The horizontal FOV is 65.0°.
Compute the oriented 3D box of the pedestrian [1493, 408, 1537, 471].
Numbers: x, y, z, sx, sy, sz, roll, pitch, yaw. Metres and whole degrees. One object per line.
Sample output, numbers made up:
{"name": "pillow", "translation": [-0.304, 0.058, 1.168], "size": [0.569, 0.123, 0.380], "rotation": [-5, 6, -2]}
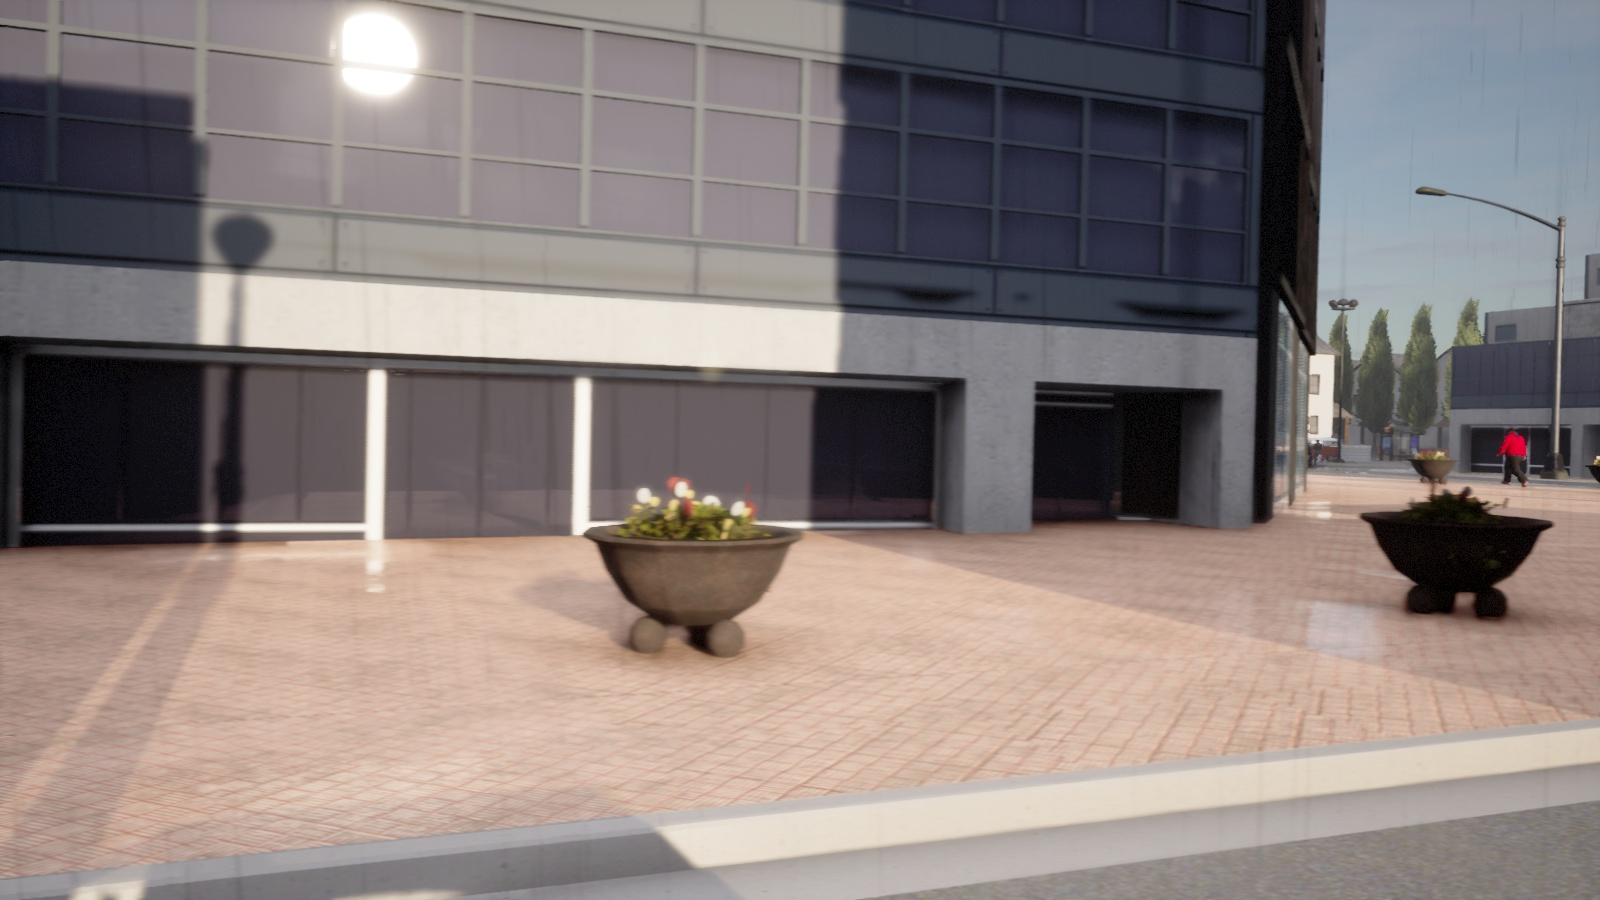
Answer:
{"name": "pedestrian", "translation": [21.067, -0.306, 37.000], "size": [0.634, 1.844, 0.899], "rotation": [0, 1, -21]}
